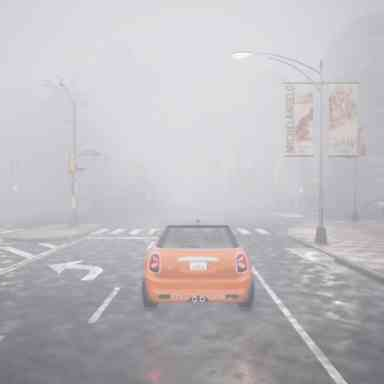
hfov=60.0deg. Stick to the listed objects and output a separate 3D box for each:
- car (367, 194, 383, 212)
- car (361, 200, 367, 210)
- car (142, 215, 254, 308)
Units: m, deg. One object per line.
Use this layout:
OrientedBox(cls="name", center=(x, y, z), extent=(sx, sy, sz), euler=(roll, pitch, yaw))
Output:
OrientedBox(cls="car", center=(22.106, 1.352, 36.181), extent=(4.553, 1.767, 2.097), euler=(0, 0, 1))
OrientedBox(cls="car", center=(23.235, 1.221, 39.676), extent=(5.566, 2.045, 2.150), euler=(0, 0, 1))
OrientedBox(cls="car", center=(0.118, 1.351, 8.082), extent=(2.097, 1.767, 4.553), euler=(0, 0, 0))
